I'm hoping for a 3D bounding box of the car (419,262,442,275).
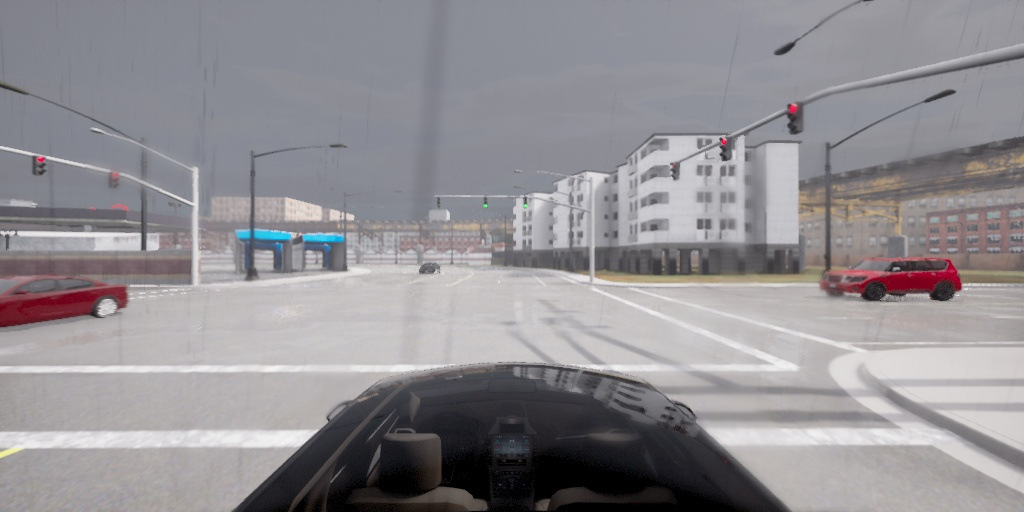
[{"bbox_3d":[-9.854,1.472,43.778,1.882,1.535,5.008,0,1,-1],"label":"car"}]

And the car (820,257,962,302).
[{"bbox_3d":[18.445,1.093,17.585,5.566,2.045,2.150,0,0,-1],"label":"car"}]

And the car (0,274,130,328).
[{"bbox_3d":[-14.232,1.311,10.355,1.882,1.535,5.008,0,0,-2],"label":"car"}]
